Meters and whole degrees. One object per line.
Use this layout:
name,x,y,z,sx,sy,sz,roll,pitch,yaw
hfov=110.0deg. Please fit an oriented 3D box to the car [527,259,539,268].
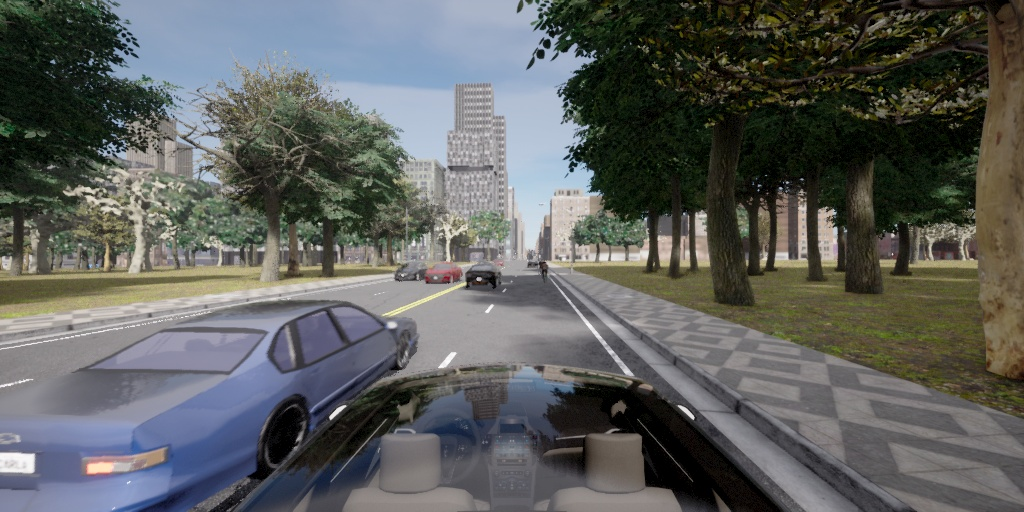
car,3.778,1.326,64.836,1.882,1.535,5.008,0,0,3

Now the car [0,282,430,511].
car,-2.879,1.297,4.675,2.033,1.411,5.357,0,0,3

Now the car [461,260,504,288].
car,-1.798,1.236,23.794,1.882,1.535,5.008,0,0,3

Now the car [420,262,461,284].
car,-5.074,1.239,26.982,1.882,1.535,5.008,0,0,3

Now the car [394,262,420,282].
car,-8.176,1.269,29.684,1.837,1.490,4.892,0,0,3

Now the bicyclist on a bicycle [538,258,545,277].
bicyclist on a bicycle,2.964,1.147,36.390,0.659,1.776,1.843,0,0,3

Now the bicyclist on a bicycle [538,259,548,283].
bicyclist on a bicycle,2.388,1.214,26.195,0.582,1.620,1.656,0,0,3
